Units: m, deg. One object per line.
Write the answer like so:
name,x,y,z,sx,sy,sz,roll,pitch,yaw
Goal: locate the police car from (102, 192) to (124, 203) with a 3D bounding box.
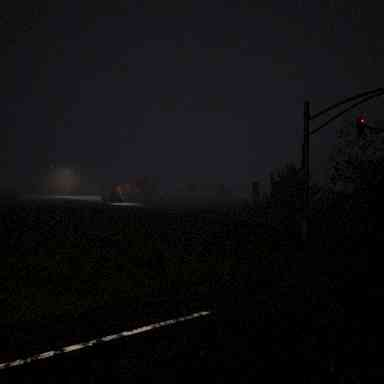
police car,-11.806,0.821,49.790,2.038,1.542,4.974,1,0,-32
